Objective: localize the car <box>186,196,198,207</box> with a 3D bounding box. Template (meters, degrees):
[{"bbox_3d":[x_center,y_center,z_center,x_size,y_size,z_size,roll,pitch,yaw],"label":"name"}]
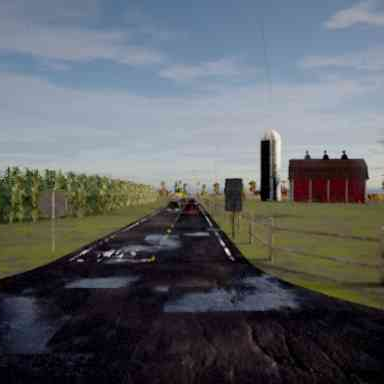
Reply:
[{"bbox_3d":[0.005,1.663,57.262,2.097,1.767,4.553,0,0,0],"label":"car"}]

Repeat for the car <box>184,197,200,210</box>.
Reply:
[{"bbox_3d":[0.007,1.752,46.855,1.837,1.490,4.892,0,0,0],"label":"car"}]

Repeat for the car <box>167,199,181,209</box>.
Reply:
[{"bbox_3d":[-2.743,1.840,51.469,1.994,1.385,4.181,0,0,0],"label":"car"}]
